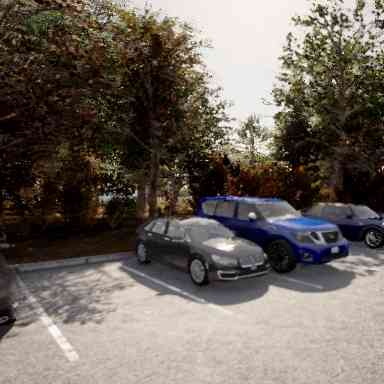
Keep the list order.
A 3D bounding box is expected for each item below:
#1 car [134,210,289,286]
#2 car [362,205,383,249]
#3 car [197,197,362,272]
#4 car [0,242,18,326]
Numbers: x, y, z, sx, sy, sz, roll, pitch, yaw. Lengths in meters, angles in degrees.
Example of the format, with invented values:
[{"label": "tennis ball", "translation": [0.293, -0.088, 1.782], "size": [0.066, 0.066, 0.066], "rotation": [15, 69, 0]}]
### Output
[{"label": "car", "translation": [0.004, 1.462, 9.600], "size": [2.231, 1.521, 4.892], "rotation": [0, 0, -36]}, {"label": "car", "translation": [6.949, 1.292, 14.466], "size": [2.185, 1.767, 4.553], "rotation": [1, 0, -36]}, {"label": "car", "translation": [2.222, 1.199, 11.139], "size": [2.435, 2.045, 5.566], "rotation": [0, 0, -36]}, {"label": "car", "translation": [-4.585, 1.481, 6.310], "size": [2.231, 1.521, 4.892], "rotation": [0, 0, -36]}]
